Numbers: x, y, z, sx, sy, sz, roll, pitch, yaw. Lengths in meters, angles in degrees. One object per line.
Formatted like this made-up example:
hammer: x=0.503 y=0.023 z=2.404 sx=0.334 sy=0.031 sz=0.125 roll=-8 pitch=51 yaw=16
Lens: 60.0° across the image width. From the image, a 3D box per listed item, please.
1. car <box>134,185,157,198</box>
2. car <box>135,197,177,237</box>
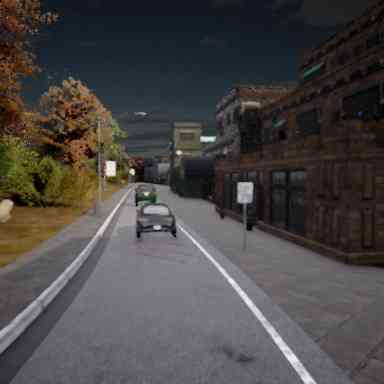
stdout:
car: x=-4.852 y=0.229 z=34.944 sx=2.150 sy=2.045 sz=5.566 roll=-1 pitch=2 yaw=-9
car: x=-1.819 y=1.255 z=16.371 sx=1.812 sy=1.442 sz=4.674 roll=-1 pitch=2 yaw=-9
